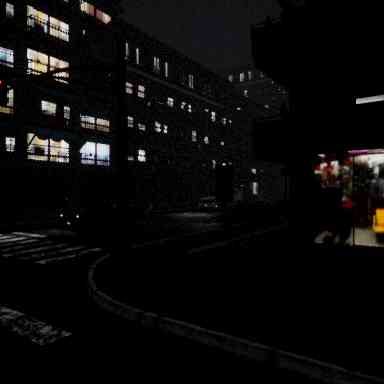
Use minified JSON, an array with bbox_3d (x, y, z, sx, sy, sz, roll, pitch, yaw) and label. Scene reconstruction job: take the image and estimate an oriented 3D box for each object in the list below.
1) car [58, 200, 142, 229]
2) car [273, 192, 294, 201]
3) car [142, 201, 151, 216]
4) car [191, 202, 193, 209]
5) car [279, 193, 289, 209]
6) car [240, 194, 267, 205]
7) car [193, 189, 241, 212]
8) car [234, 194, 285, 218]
[{"bbox_3d":[-5.517,1.365,20.022,1.895,1.301,4.718,0,1,35],"label":"car"},{"bbox_3d":[14.710,0.719,53.210,1.947,1.339,4.313,1,1,35],"label":"car"},{"bbox_3d":[-4.966,1.264,25.524,1.947,1.339,4.313,1,1,35],"label":"car"},{"bbox_3d":[1.664,1.081,34.707,1.947,1.339,4.313,1,1,35],"label":"car"},{"bbox_3d":[8.492,1.065,29.841,1.802,1.307,4.206,1,1,35],"label":"car"},{"bbox_3d":[8.187,0.916,43.957,1.802,1.307,4.206,1,1,35],"label":"car"},{"bbox_3d":[2.813,0.744,31.859,2.150,2.045,5.566,0,2,35],"label":"car"},{"bbox_3d":[5.289,1.118,25.173,1.887,1.381,4.507,1,1,35],"label":"car"}]
